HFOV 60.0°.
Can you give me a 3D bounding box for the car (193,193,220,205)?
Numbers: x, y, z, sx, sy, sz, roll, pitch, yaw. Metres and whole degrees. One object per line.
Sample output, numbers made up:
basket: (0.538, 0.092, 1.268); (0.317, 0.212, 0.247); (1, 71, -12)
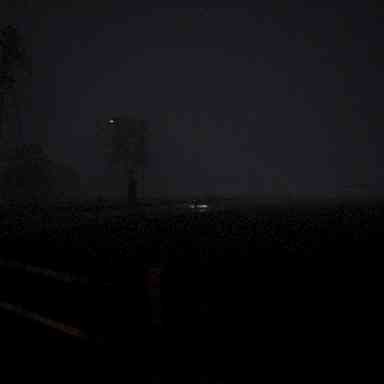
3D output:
car: (2.104, 0.989, 46.597); (1.837, 1.490, 4.892); (1, 1, 36)
